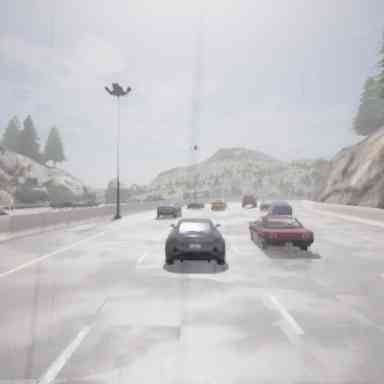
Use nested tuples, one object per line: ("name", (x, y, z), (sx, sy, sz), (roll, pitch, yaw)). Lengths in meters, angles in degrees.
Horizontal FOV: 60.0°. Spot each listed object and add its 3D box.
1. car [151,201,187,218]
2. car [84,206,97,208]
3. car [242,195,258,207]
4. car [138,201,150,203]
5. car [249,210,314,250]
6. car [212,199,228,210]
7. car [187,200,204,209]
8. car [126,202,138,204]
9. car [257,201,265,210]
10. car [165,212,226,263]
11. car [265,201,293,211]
("car", (-2.103, 1.670, 32.058), (2.128, 1.511, 4.902), (0, 0, 7))
("car", (-16.579, 1.842, 52.516), (2.033, 1.411, 5.357), (0, 0, 13))
("car", (9.994, 1.542, 57.219), (2.150, 2.045, 5.566), (0, 0, 17))
("car", (-7.223, 1.567, 61.030), (2.150, 2.045, 5.566), (0, 0, 15))
("car", (3.694, 1.683, 14.639), (1.895, 1.301, 4.718), (0, 0, 2))
("car", (4.070, 1.747, 48.242), (1.882, 1.535, 5.008), (-1, 0, 13))
("car", (0.594, 1.882, 50.225), (1.895, 1.301, 4.718), (0, 0, 13))
("car", (-10.922, 1.859, 60.809), (1.812, 1.442, 4.674), (0, 0, 16))
("car", (10.248, 1.854, 45.212), (1.895, 1.301, 4.718), (0, 0, 14))
("car", (0.128, 1.633, 12.187), (1.994, 1.385, 4.181), (0, 0, 1))
("car", (8.491, 1.658, 32.217), (1.882, 1.535, 5.008), (0, -1, 7))
